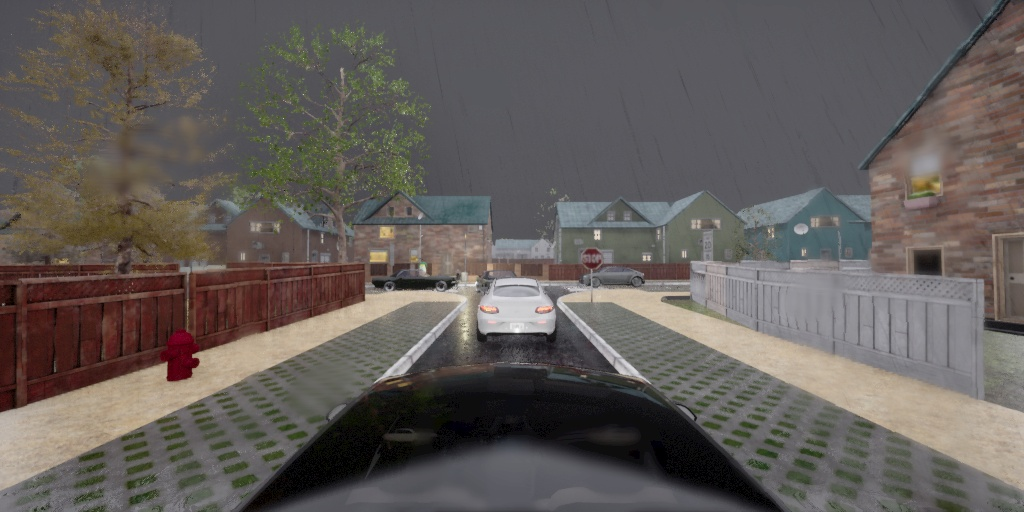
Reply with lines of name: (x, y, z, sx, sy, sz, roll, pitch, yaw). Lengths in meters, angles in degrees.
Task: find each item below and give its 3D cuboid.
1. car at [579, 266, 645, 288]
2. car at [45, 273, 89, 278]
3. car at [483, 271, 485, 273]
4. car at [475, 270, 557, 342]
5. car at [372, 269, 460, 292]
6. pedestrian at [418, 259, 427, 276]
car: (6.539, 1.344, 23.694, 4.181, 1.385, 1.994, 0, -1, 1)
car: (-25.607, 1.633, 21.173, 4.718, 1.301, 1.895, -1, -1, 1)
car: (-0.756, 1.366, 18.519, 1.895, 1.301, 4.718, 0, -1, -12)
car: (0.103, 1.280, 9.700, 1.812, 1.442, 4.674, 0, 0, 0)
car: (-5.482, 1.417, 20.904, 4.718, 1.301, 1.895, -1, -1, 1)
pedestrian: (-6.700, 1.119, 26.789, 0.375, 1.860, 0.375, 0, -1, 1)
